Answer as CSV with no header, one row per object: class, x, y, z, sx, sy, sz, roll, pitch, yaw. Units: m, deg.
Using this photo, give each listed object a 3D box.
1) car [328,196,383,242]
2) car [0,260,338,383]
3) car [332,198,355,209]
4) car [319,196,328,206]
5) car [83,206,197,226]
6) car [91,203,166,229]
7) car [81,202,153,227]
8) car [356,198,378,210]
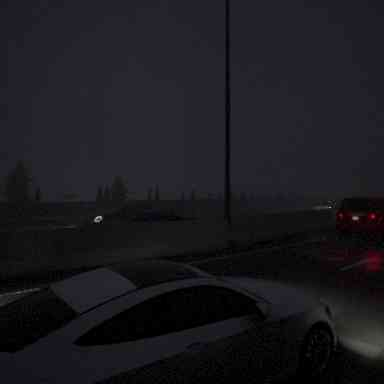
car,9.165,1.258,16.721,2.150,2.045,5.566,0,0,45
car,-0.270,1.537,3.763,4.674,1.442,1.812,0,0,-36
car,22.311,1.613,48.898,1.837,1.490,4.892,0,0,40
car,22.464,1.475,54.577,2.097,1.767,4.553,0,0,40
car,-2.094,1.592,15.949,5.357,1.411,2.033,0,0,-41
car,-4.348,1.572,23.365,4.892,1.490,1.837,0,0,-43
car,-3.962,1.407,19.049,4.553,1.767,2.097,0,0,-41
car,23.891,1.623,45.308,1.812,1.442,4.674,0,0,39
